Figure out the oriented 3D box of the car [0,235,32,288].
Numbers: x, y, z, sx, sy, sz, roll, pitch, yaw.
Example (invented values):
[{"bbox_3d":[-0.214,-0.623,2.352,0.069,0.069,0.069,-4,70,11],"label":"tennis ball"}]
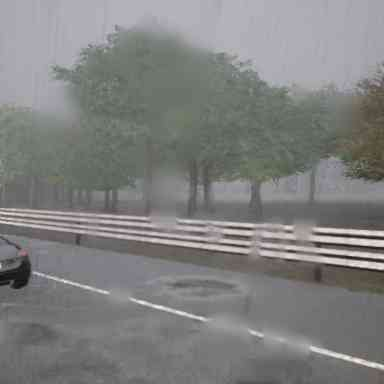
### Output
[{"bbox_3d":[-5.733,1.516,8.052,4.181,1.385,1.994,0,0,36],"label":"car"}]
